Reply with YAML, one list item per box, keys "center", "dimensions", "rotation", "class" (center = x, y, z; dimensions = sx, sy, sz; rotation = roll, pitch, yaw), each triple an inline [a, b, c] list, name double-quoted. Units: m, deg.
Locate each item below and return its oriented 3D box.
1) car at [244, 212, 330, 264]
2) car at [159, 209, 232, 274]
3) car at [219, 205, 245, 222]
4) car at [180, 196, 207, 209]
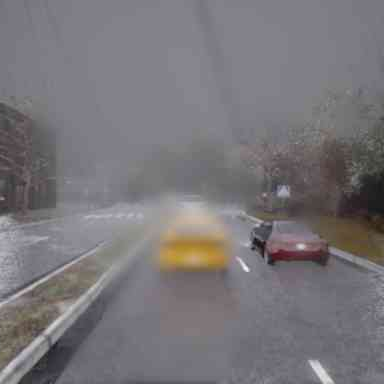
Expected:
- center: [3.323, 1.636, 12.087]
  dimensions: [1.994, 1.385, 4.181]
  rotation: [0, 0, 0]
  class: "car"
- center: [0.068, 1.542, 10.773]
  dimensions: [1.882, 1.535, 5.008]
  rotation: [0, 0, 0]
  class: "car"
- center: [3.340, 1.768, 28.243]
  dimensions: [1.895, 1.301, 4.718]
  rotation: [0, 0, 0]
  class: "car"
- center: [0.097, 1.393, 29.170]
  dimensions: [2.150, 2.045, 5.566]
  rotation: [0, 0, 0]
  class: "car"
